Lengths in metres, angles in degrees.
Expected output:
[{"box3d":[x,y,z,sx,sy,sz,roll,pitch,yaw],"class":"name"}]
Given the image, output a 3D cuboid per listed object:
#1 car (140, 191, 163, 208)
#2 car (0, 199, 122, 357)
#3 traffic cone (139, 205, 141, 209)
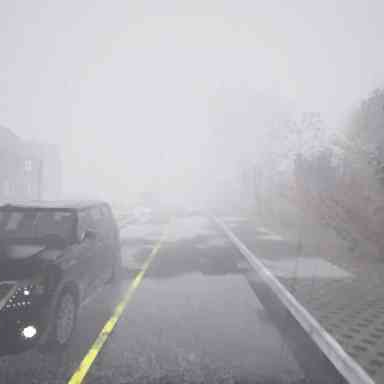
[{"box3d":[-5.511,0.960,44.525,2.150,2.045,5.566,0,1,-20],"class":"car"},{"box3d":[-2.838,1.203,6.427,2.150,2.045,5.566,0,0,0],"class":"car"},{"box3d":[-6.221,1.756,39.700,0.340,0.580,0.340,0,1,17],"class":"traffic cone"}]
